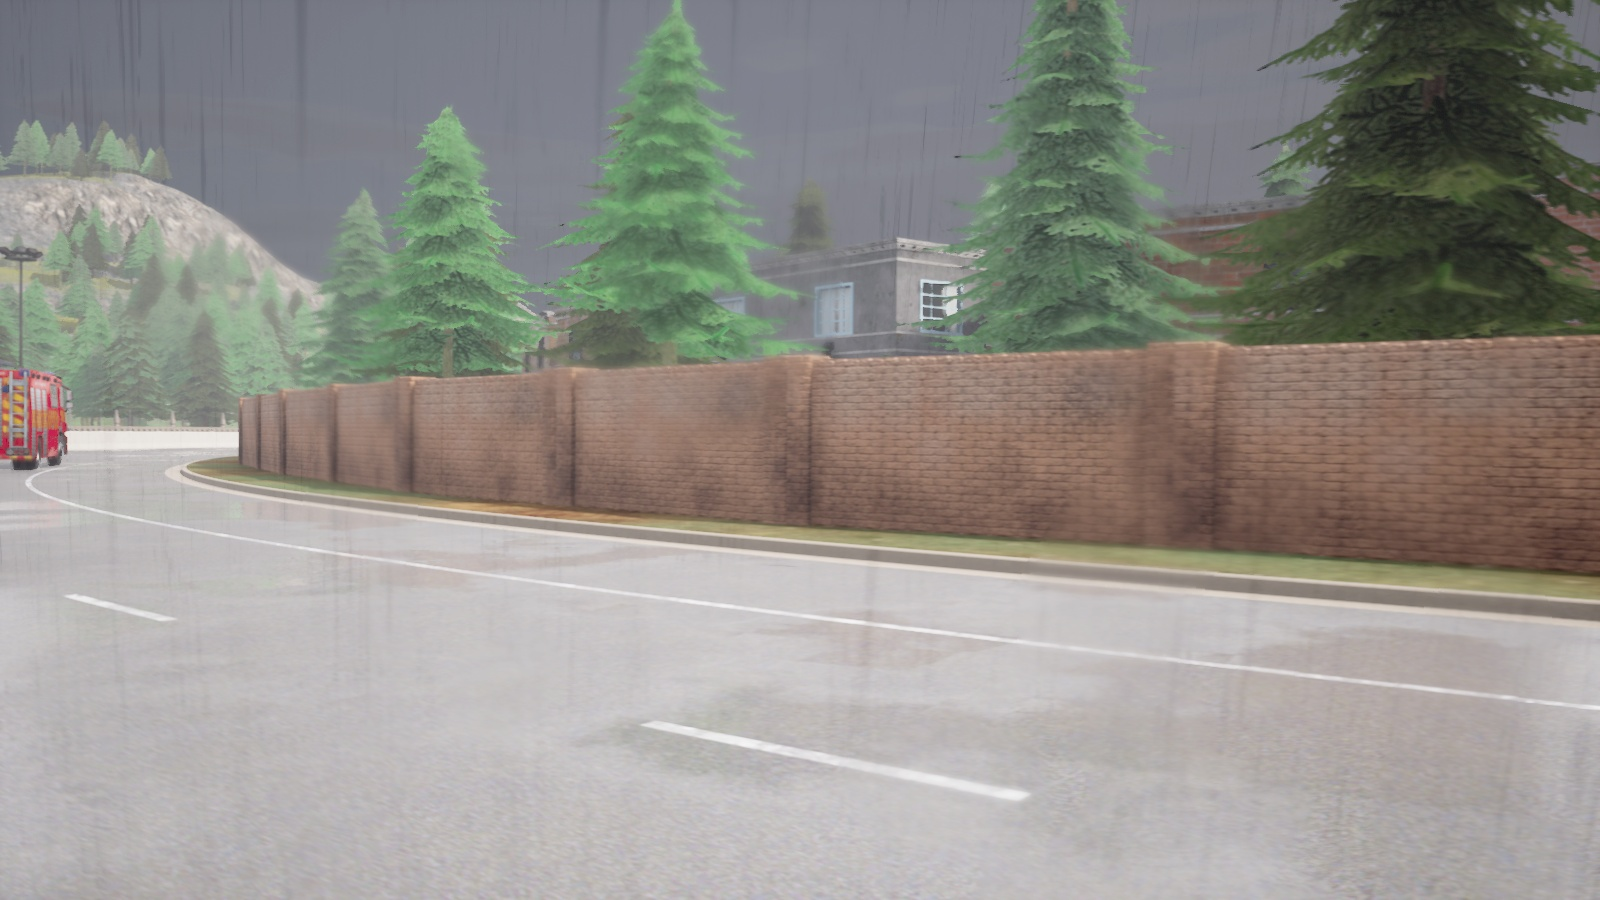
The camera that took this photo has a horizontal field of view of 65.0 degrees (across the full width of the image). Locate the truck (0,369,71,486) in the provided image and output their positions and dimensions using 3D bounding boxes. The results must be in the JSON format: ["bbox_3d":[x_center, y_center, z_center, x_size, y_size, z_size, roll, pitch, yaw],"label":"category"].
[{"bbox_3d":[-28.261,-0.774,44.719,2.891,3.827,8.468,-1,1,-23],"label":"truck"}]
